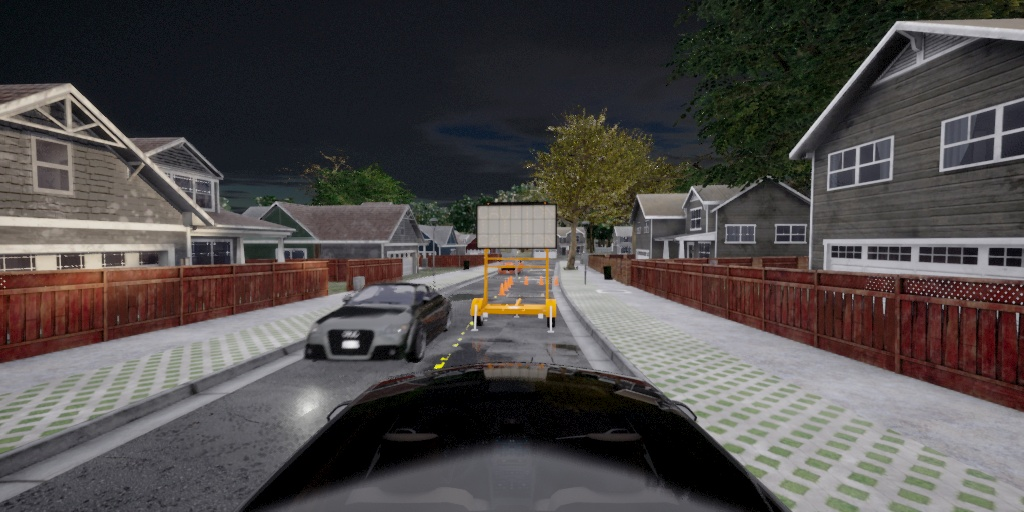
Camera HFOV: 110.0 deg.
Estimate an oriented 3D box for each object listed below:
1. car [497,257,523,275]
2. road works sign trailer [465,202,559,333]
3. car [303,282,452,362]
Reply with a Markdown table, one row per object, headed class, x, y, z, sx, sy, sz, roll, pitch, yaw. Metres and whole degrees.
| class | x | y | z | sx | sy | sz | roll | pitch | yaw |
| --- | --- | --- | --- | --- | --- | --- | --- | --- | --- |
| car | -0.106 | 0.859 | 34.691 | 2.097 | 1.767 | 4.553 | 0 | 1 | 7 |
| road works sign trailer | 0.144 | 0.191 | 10.777 | 2.380 | 3.560 | 2.880 | 0 | 0 | 5 |
| car | -2.652 | 1.298 | 8.041 | 1.994 | 1.385 | 4.181 | 0 | 0 | 2 |
